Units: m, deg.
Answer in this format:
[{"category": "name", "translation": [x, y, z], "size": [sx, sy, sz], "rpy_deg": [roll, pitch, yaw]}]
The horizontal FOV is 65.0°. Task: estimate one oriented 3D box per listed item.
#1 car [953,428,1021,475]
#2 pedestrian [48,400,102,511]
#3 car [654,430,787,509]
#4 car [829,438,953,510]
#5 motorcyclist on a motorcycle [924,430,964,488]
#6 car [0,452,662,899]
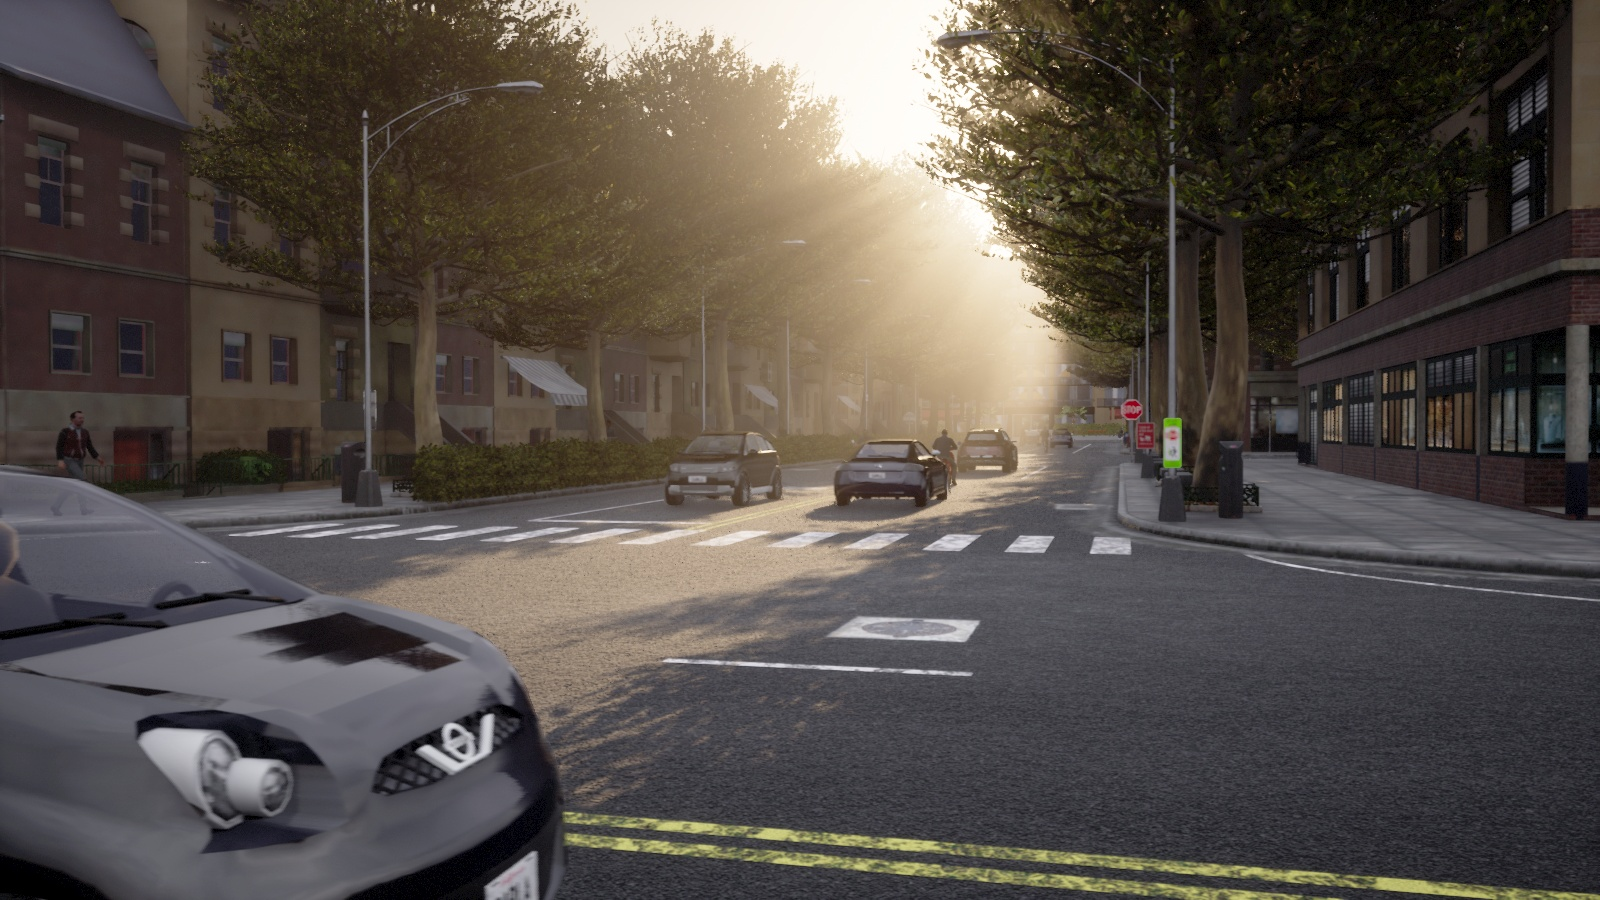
[{"category": "car", "translation": [7.029, 0.028, 46.862], "size": [2.033, 1.649, 4.856], "rpy_deg": [0, 1, 14]}, {"category": "pedestrian", "translation": [-12.213, 0.088, 21.154], "size": [0.720, 1.854, 0.376], "rpy_deg": [1, 1, 16]}, {"category": "car", "translation": [-1.621, 0.361, 27.035], "size": [1.789, 1.549, 3.705], "rpy_deg": [0, 1, 15]}, {"category": "car", "translation": [2.060, 0.457, 27.329], "size": [1.994, 1.385, 4.181], "rpy_deg": [0, 1, 14]}, {"category": "motorcyclist on a motorcycle", "translation": [4.059, 0.228, 35.206], "size": [0.866, 1.590, 1.817], "rpy_deg": [0, 1, 14]}, {"category": "car", "translation": [-2.416, 0.774, 3.477], "size": [3.633, 1.501, 1.845], "rpy_deg": [0, 1, 13]}]
